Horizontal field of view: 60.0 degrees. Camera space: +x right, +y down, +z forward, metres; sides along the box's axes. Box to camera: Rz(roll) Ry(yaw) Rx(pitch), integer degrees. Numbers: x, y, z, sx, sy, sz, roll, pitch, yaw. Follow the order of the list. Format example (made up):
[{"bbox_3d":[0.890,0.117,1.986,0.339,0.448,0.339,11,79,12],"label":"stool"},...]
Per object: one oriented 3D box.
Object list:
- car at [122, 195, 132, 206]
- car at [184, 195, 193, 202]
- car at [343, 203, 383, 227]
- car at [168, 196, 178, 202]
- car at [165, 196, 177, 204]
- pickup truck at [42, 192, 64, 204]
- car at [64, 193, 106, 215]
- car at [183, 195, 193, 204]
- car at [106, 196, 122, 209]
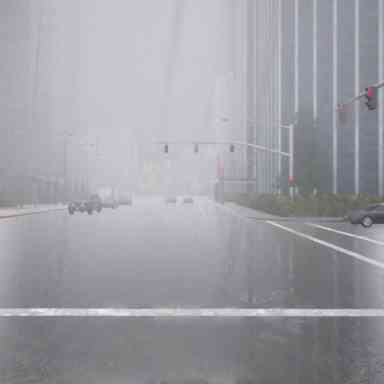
[{"bbox_3d":[-11.241,1.353,54.889,2.097,1.767,4.553,0,0,0],"label":"car"},{"bbox_3d":[-0.828,1.387,75.567,1.882,1.535,5.008,0,0,0],"label":"car"},{"bbox_3d":[12.634,1.505,22.053,4.892,1.490,1.837,0,0,0],"label":"car"},{"bbox_3d":[-4.324,1.540,75.238,2.033,1.411,5.357,0,0,0],"label":"car"},{"bbox_3d":[-4.140,1.601,64.977,1.895,1.301,4.718,0,0,0],"label":"car"},{"bbox_3d":[-24.321,1.059,60.016,2.390,2.098,6.274,0,0,30],"label":"pickup truck"},{"bbox_3d":[-11.085,1.221,34.864,2.150,2.045,5.566,0,0,-1],"label":"car"},{"bbox_3d":[-0.743,1.526,65.316,1.812,1.442,4.674,0,0,0],"label":"car"},{"bbox_3d":[-11.171,1.564,44.871,1.994,1.385,4.181,0,0,0],"label":"car"}]
